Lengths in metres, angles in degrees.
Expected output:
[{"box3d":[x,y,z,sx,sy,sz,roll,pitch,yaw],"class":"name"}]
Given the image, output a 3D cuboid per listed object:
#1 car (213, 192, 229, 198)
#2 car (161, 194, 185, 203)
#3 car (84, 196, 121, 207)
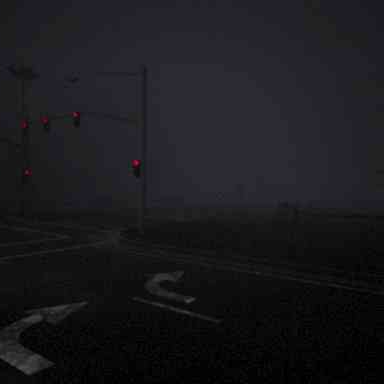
[{"box3d":[6.285,0.823,69.286,1.837,1.490,4.892,1,0,36],"class":"car"},{"box3d":[-3.129,1.097,56.066,2.128,1.511,4.902,1,0,35],"class":"car"},{"box3d":[-11.736,1.208,43.715,1.895,1.301,4.718,1,0,35],"class":"car"}]
